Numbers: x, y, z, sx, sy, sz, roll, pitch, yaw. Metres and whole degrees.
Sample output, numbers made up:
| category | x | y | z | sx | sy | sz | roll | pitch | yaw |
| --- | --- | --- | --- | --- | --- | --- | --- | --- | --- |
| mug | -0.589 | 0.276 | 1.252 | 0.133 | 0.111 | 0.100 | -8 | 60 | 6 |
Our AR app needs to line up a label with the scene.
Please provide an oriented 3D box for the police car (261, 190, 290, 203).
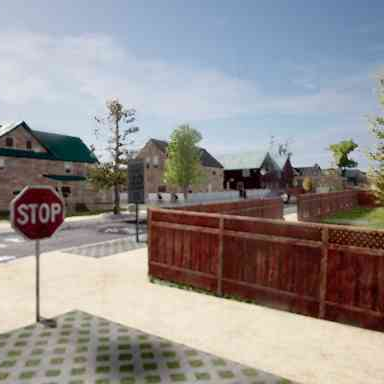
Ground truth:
| category | x | y | z | sx | sy | sz | roll | pitch | yaw |
| --- | --- | --- | --- | --- | --- | --- | --- | --- | --- |
| police car | 9.449 | 0.610 | 37.749 | 2.038 | 1.542 | 4.974 | -1 | 1 | 36 |
